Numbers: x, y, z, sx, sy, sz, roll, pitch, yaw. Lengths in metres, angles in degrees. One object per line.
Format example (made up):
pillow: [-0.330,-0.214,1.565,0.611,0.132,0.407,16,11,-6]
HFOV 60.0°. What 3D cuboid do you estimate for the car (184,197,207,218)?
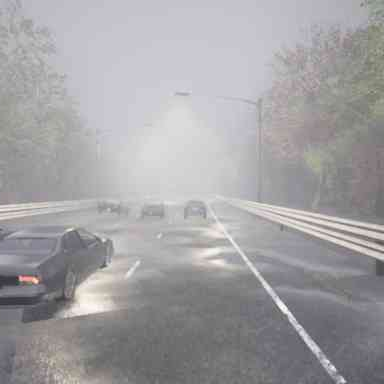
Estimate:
car: [0.295,1.417,29.192,2.033,1.649,4.856,0,0,2]

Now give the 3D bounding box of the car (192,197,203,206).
car: [0.944,1.554,56.305,1.895,1.301,4.718,0,0,2]

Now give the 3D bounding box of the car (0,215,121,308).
car: [-3.372,1.539,8.131,2.033,1.411,5.357,0,0,0]

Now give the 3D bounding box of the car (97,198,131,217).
car: [-6.569,1.313,28.656,1.895,1.301,4.718,11,-5,2]

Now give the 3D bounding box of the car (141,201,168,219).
car: [-3.146,1.465,28.271,2.128,1.511,4.902,0,0,1]
